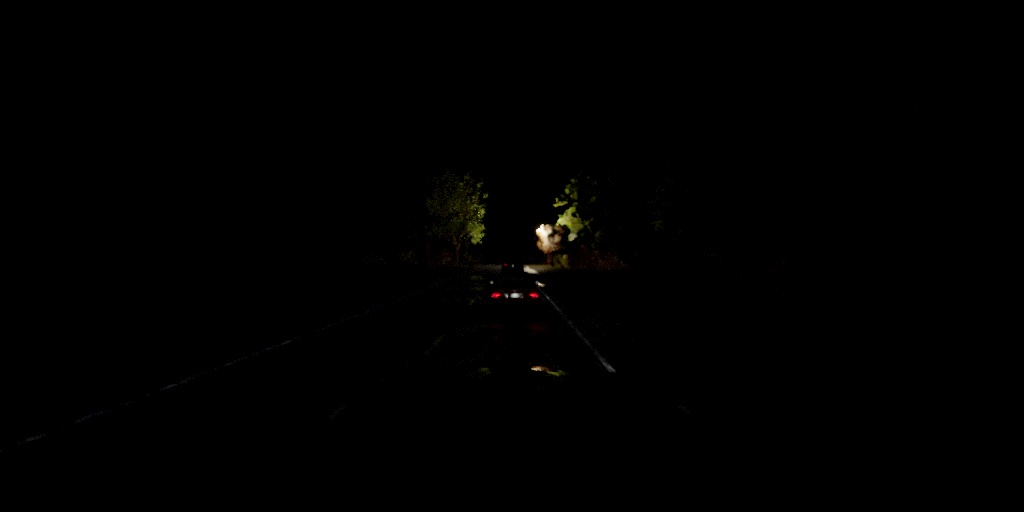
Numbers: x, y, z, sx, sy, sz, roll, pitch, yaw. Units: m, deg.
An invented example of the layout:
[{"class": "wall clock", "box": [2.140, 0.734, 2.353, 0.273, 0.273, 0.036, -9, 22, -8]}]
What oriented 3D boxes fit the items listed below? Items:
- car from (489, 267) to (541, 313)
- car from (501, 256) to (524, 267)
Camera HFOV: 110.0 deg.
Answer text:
[{"class": "car", "box": [0.095, 1.318, 13.982, 2.033, 1.411, 5.357, 0, 0, 0]}, {"class": "car", "box": [0.085, 1.031, 36.736, 2.150, 2.045, 5.566, 0, 0, 0]}]
